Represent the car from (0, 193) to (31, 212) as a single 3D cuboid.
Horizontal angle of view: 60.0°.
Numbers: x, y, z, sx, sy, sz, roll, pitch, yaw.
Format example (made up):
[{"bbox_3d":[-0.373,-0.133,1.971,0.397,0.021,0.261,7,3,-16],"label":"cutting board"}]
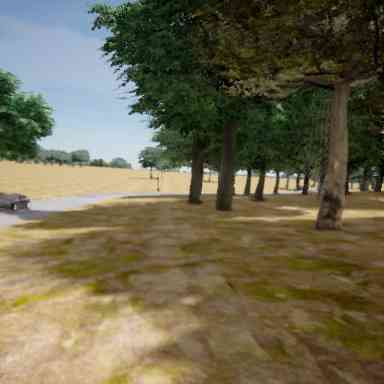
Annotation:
[{"bbox_3d":[-16.371,0.888,30.388,1.837,1.490,4.892,3,1,-5],"label":"car"}]
